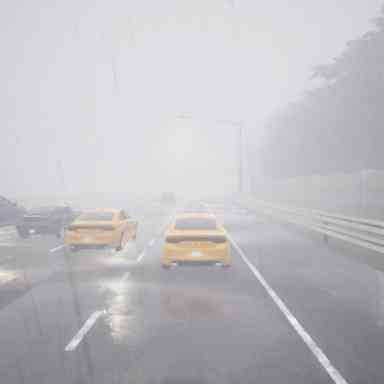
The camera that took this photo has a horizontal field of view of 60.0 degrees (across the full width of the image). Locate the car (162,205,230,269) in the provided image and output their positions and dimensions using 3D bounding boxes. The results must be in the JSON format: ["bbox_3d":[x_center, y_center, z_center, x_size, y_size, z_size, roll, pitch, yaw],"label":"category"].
[{"bbox_3d":[0.117,1.429,11.058,1.882,1.535,5.008,0,0,0],"label":"car"}]

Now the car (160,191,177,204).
[{"bbox_3d":[-3.260,0.686,47.321,2.097,1.767,4.553,0,1,1],"label":"car"}]

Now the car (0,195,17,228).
[{"bbox_3d":[-10.367,1.118,16.629,2.150,2.045,5.566,0,1,0],"label":"car"}]

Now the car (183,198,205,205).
[{"bbox_3d":[0.195,1.220,29.126,1.812,1.442,4.674,0,1,0],"label":"car"}]

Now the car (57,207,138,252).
[{"bbox_3d":[-3.477,1.407,13.653,1.882,1.535,5.008,0,1,0],"label":"car"}]

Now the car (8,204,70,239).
[{"bbox_3d":[-6.865,1.400,16.702,1.837,1.490,4.892,0,1,0],"label":"car"}]
